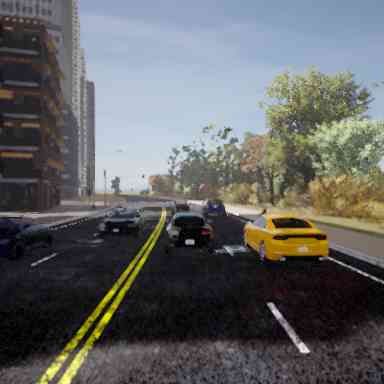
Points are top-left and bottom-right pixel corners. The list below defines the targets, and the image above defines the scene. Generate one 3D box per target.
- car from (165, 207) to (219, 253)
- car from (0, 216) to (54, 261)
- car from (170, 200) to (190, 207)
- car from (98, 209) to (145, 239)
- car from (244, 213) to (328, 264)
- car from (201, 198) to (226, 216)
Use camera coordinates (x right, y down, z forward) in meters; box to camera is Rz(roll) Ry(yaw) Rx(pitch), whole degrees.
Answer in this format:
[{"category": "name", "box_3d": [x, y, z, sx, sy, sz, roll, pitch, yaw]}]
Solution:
[{"category": "car", "box_3d": [-0.137, 1.572, 13.771, 1.812, 1.442, 4.674, 0, 0, -2]}, {"category": "car", "box_3d": [-6.770, 1.615, 12.271, 1.994, 1.385, 4.181, 0, 0, -1]}, {"category": "car", "box_3d": [-1.248, 1.602, 35.468, 2.128, 1.511, 4.902, 0, 0, -4]}, {"category": "car", "box_3d": [-3.644, 1.628, 17.759, 1.994, 1.385, 4.181, 0, 0, -2]}, {"category": "car", "box_3d": [3.162, 1.514, 12.101, 1.882, 1.535, 5.008, 0, 0, -1]}, {"category": "car", "box_3d": [2.109, 1.454, 33.995, 2.097, 1.767, 4.553, 0, 0, -4]}]
